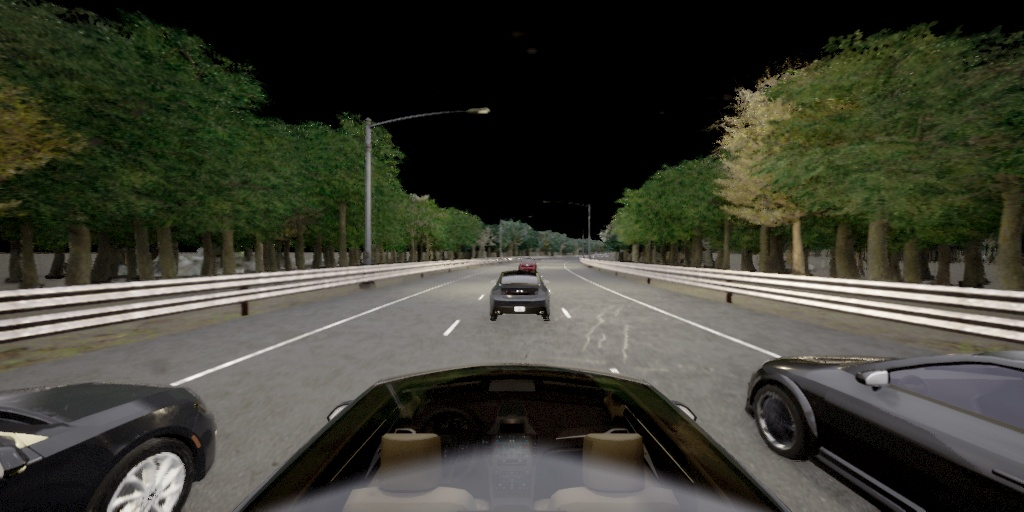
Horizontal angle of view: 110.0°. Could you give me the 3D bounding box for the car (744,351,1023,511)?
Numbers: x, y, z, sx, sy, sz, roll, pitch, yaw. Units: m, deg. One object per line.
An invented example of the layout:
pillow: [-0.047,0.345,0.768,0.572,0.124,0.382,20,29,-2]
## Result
car: [3.633,1.317,2.356,1.994,1.385,4.181,0,0,0]

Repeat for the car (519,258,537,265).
car: [1.906,1.030,42.468,2.097,1.767,4.553,0,0,5]

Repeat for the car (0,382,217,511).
car: [-3.370,1.252,0.966,1.837,1.490,4.892,0,0,0]

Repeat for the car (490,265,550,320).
car: [0.279,1.249,12.554,1.837,1.490,4.892,0,0,1]
